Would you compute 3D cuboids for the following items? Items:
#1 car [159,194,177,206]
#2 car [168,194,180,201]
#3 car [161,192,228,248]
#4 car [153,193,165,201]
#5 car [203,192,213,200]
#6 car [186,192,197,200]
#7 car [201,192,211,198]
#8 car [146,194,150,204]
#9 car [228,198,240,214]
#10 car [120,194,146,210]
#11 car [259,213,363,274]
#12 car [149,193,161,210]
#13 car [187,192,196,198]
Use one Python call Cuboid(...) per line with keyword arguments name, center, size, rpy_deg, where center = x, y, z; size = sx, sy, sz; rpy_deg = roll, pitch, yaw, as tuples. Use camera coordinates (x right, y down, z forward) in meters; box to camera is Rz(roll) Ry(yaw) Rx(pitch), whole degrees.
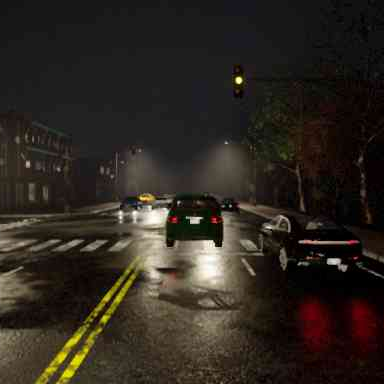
Cuboid(name="car", center=(-3.359, 1.063, 47.587), size=(2.128, 1.511, 4.902), rpy_deg=(0, 0, 0))
Cuboid(name="car", center=(-3.309, 1.038, 62.289), size=(1.895, 1.301, 4.718), rpy_deg=(0, 1, 1))
Cuboid(name="car", center=(0.092, 1.095, 14.215), size=(2.150, 2.045, 5.566), rpy_deg=(0, 1, 0))
Cuboid(name="car", center=(-6.536, 0.970, 65.776), size=(1.994, 1.385, 4.181), rpy_deg=(0, 0, 0))
Cuboid(name="car", center=(3.214, 0.863, 68.037), size=(1.882, 1.535, 5.008), rpy_deg=(0, 1, 0))
Cuboid(name="car", center=(-0.036, 0.877, 68.035), size=(2.128, 1.511, 4.902), rpy_deg=(0, 1, 0))
Cuboid(name="car", center=(3.209, 0.661, 78.454), size=(2.033, 1.411, 5.357), rpy_deg=(0, 1, 0))
Cuboid(name="car", center=(-6.604, 1.045, 47.997), size=(1.882, 1.535, 5.008), rpy_deg=(0, 0, 1))
Cuboid(name="car", center=(3.335, 1.266, 31.406), size=(2.033, 1.411, 5.357), rpy_deg=(0, 1, 0))
Cuboid(name="car", center=(-6.637, 1.195, 36.827), size=(1.812, 1.442, 4.674), rpy_deg=(0, 1, 1))
Cuboid(name="car", center=(3.344, 1.399, 10.262), size=(2.128, 1.511, 4.902), rpy_deg=(0, 0, 0))
Cuboid(name="car", center=(-3.358, 1.193, 36.981), size=(1.812, 1.442, 4.674), rpy_deg=(0, 1, 0))
Cuboid(name="car", center=(-0.041, 0.661, 78.452), size=(2.033, 1.411, 5.357), rpy_deg=(0, 1, 0))
